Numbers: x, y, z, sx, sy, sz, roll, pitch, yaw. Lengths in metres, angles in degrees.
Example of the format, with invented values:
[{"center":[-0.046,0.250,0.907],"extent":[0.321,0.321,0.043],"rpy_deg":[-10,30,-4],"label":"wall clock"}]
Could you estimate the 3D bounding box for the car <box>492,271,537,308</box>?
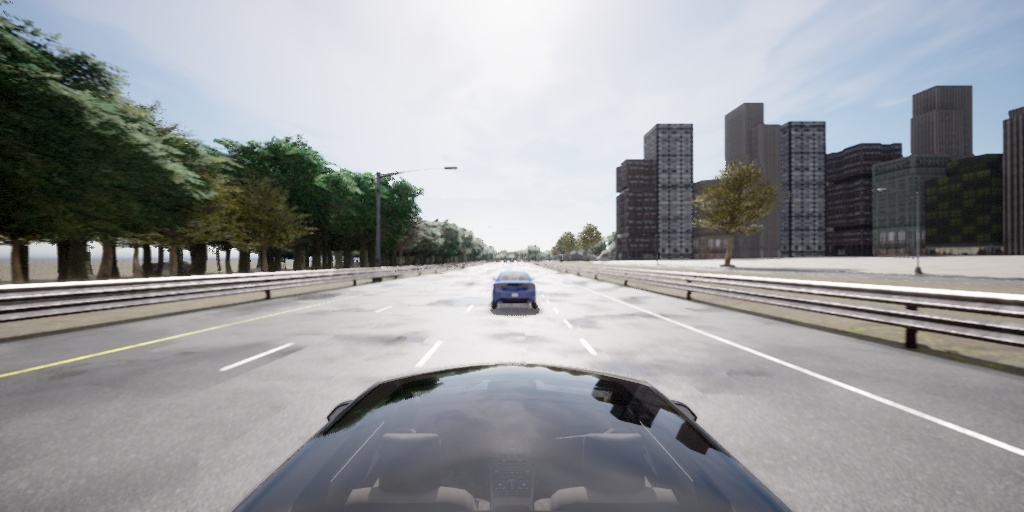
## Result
[{"center":[0.075,1.422,16.676],"extent":[1.882,1.535,5.008],"rpy_deg":[0,-1,-1],"label":"car"}]
